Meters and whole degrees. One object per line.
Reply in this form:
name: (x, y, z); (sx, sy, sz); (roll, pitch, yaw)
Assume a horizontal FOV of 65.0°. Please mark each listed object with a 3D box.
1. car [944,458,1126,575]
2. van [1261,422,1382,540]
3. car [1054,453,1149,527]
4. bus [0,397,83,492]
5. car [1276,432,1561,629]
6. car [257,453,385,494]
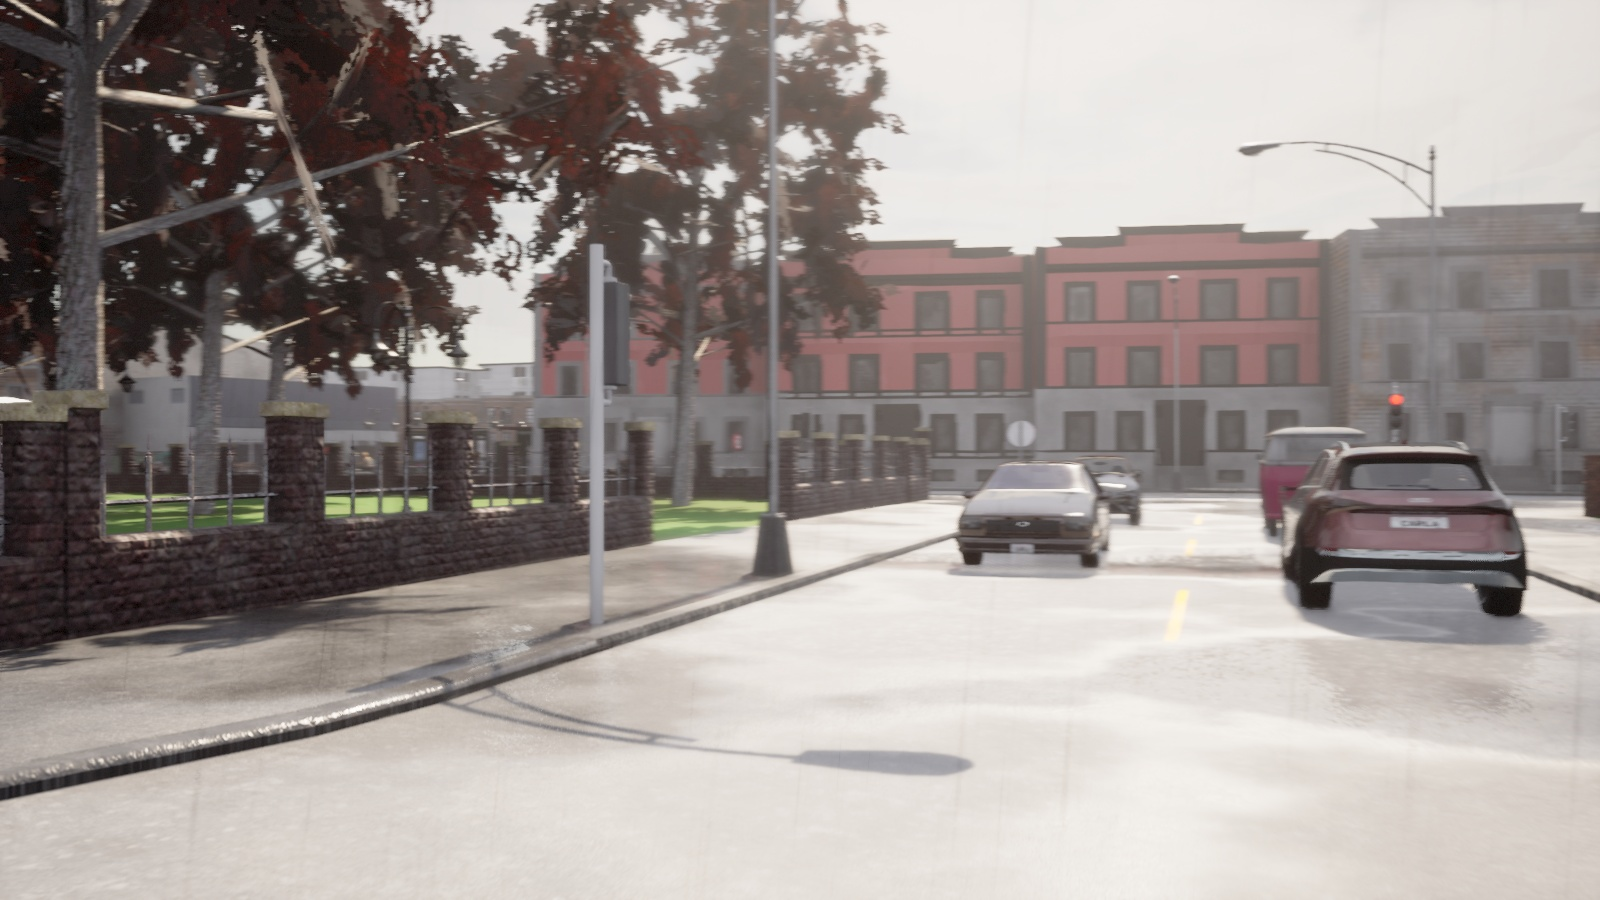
car: (3.579, 0.837, 18.237); (2.033, 1.411, 5.357); (0, 0, 17)
van: (9.658, 0.528, 23.517); (1.775, 1.987, 4.442); (0, 0, 19)
car: (6.670, 0.818, 27.491); (1.816, 1.474, 4.193); (0, 0, 16)
bus: (-39.499, -0.217, 59.341); (10.273, 4.253, 3.944); (0, 0, 19)
car: (6.190, 0.688, 13.181); (2.033, 1.649, 4.856); (0, 0, 18)
car: (-20.158, 0.964, 52.846); (4.856, 1.649, 2.033); (0, 0, 18)
